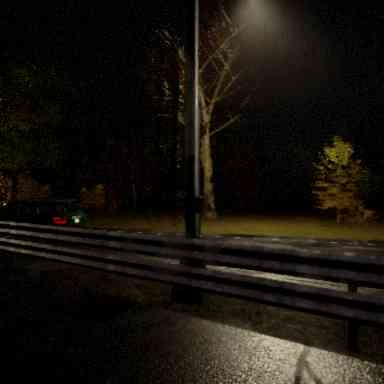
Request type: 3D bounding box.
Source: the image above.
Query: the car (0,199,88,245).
[{"bbox_3d":[-7.583,1.342,15.615,5.566,2.045,2.150,1,0,20],"label":"car"}]
